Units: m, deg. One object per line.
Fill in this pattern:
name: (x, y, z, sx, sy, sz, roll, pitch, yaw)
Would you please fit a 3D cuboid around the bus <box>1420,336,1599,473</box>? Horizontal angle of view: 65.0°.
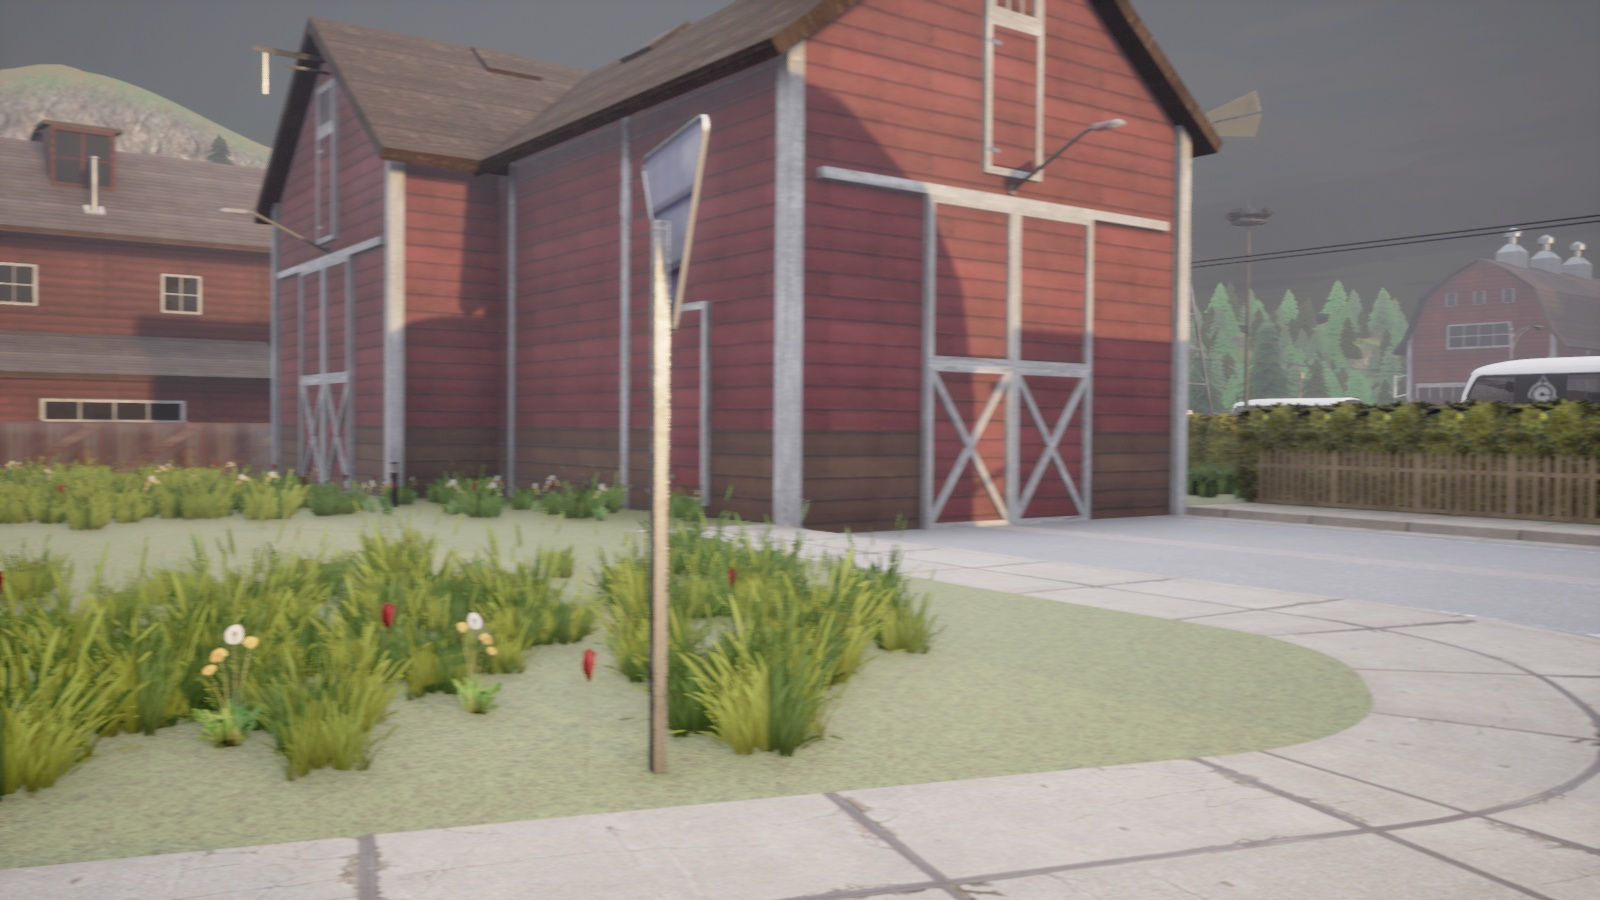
bus: (26.103, -1.453, 40.483, 3.944, 4.253, 10.273, -2, 1, -36)
